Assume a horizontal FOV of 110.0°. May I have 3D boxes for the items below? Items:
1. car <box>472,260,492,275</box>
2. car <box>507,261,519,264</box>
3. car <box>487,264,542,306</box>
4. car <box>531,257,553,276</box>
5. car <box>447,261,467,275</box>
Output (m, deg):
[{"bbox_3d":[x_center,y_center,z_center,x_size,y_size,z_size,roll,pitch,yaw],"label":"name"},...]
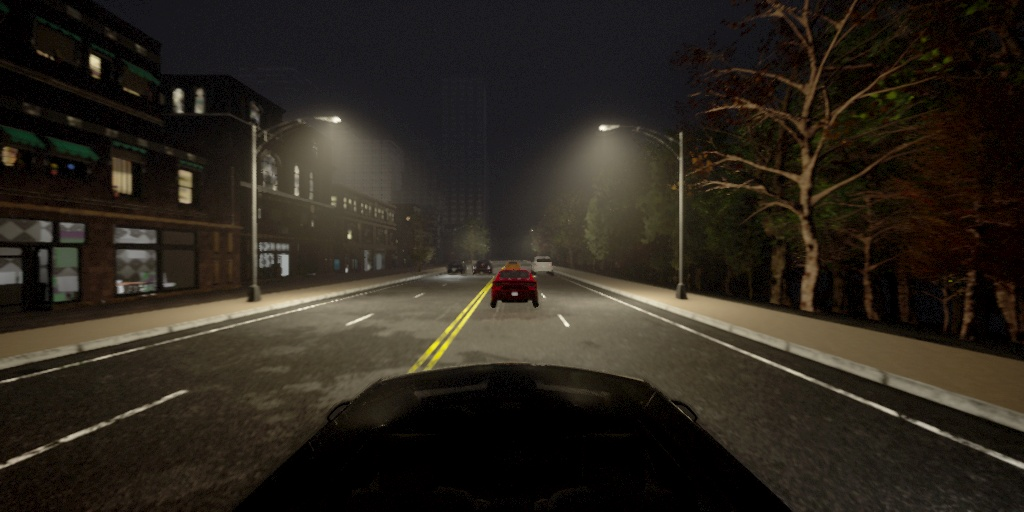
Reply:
[{"bbox_3d":[-3.313,1.252,41.290,2.097,1.767,4.553,0,0,0],"label":"car"},{"bbox_3d":[0.113,1.394,45.827,1.882,1.535,5.008,0,0,0],"label":"car"},{"bbox_3d":[0.104,1.283,16.035,1.882,1.535,5.008,0,0,0],"label":"car"},{"bbox_3d":[3.362,1.119,40.577,2.150,2.045,5.566,0,0,0],"label":"car"},{"bbox_3d":[-6.559,1.401,42.974,2.128,1.511,4.902,0,0,0],"label":"car"}]
